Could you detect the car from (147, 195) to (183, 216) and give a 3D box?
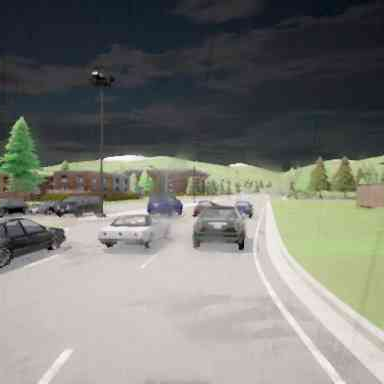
[{"bbox_3d":[-2.451,1.285,31.168,2.150,2.045,5.566,0,0,13],"label":"car"}]

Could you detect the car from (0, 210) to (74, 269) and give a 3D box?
[{"bbox_3d":[-6.339,1.573,11.319,2.033,1.411,5.357,0,0,6],"label":"car"}]

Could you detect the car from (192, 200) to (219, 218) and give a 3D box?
[{"bbox_3d":[1.372,1.590,32.245,1.812,1.442,4.674,0,0,13],"label":"car"}]

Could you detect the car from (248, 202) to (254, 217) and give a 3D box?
[{"bbox_3d":[4.802,1.587,31.547,1.812,1.442,4.674,0,0,13],"label":"car"}]

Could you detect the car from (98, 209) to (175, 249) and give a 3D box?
[{"bbox_3d":[-2.297,1.631,14.737,1.895,1.301,4.718,0,0,10],"label":"car"}]

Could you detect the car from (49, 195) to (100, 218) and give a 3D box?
[{"bbox_3d":[-10.719,1.289,31.757,2.150,2.045,5.566,0,0,13],"label":"car"}]

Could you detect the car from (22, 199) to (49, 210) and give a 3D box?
[{"bbox_3d":[-14.015,1.564,33.043,2.128,1.511,4.902,0,0,13],"label":"car"}]

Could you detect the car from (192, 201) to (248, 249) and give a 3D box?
[{"bbox_3d":[1.356,1.381,15.024,2.097,1.767,4.553,0,0,9],"label":"car"}]

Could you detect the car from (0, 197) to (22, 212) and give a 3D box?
[{"bbox_3d":[-17.867,1.423,31.878,2.097,1.767,4.553,0,0,13],"label":"car"}]
